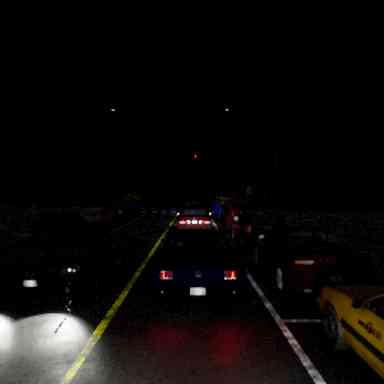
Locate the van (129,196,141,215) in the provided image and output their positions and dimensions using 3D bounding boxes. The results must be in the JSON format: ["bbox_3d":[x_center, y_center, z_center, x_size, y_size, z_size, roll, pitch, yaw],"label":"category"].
[{"bbox_3d":[-5.707,1.298,30.382,1.690,1.788,3.998,0,0,0],"label":"van"}]

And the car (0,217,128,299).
[{"bbox_3d":[-3.082,1.551,8.328,1.994,1.385,4.181,0,0,0],"label":"car"}]

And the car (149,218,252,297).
[{"bbox_3d":[0.117,1.588,8.505,1.895,1.301,4.718,0,0,0],"label":"car"}]

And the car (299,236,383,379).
[{"bbox_3d":[2.766,1.520,3.348,1.752,1.417,4.829,0,0,0],"label":"car"}]

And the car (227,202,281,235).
[{"bbox_3d":[2.787,1.419,14.053,1.967,1.590,4.097,0,0,0],"label":"car"}]

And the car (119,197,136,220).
[{"bbox_3d":[-5.717,1.404,24.944,1.967,1.590,4.097,0,0,0],"label":"car"}]

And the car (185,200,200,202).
[{"bbox_3d":[0.052,1.437,28.623,1.882,1.535,5.008,0,0,0],"label":"car"}]

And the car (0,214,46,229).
[{"bbox_3d":[-5.749,1.512,8.462,1.752,1.417,4.829,0,0,0],"label":"car"}]

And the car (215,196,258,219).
[{"bbox_3d":[2.797,1.286,19.490,2.192,1.841,5.009,0,0,0],"label":"car"}]

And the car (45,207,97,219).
[{"bbox_3d":[-5.738,1.544,14.070,1.947,1.339,4.313,0,0,0],"label":"car"}]

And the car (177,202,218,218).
[{"bbox_3d":[0.132,1.520,18.706,2.033,1.411,5.357,0,0,0],"label":"car"}]

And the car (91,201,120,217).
[{"bbox_3d":[-5.728,1.497,19.337,1.752,1.417,4.829,0,0,0],"label":"car"}]

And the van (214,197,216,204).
[{"bbox_3d":[2.808,1.305,24.928,1.690,1.788,3.998,0,0,0],"label":"van"}]

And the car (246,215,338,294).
[{"bbox_3d":[2.776,1.531,8.616,1.887,1.381,4.507,0,0,0],"label":"car"}]
